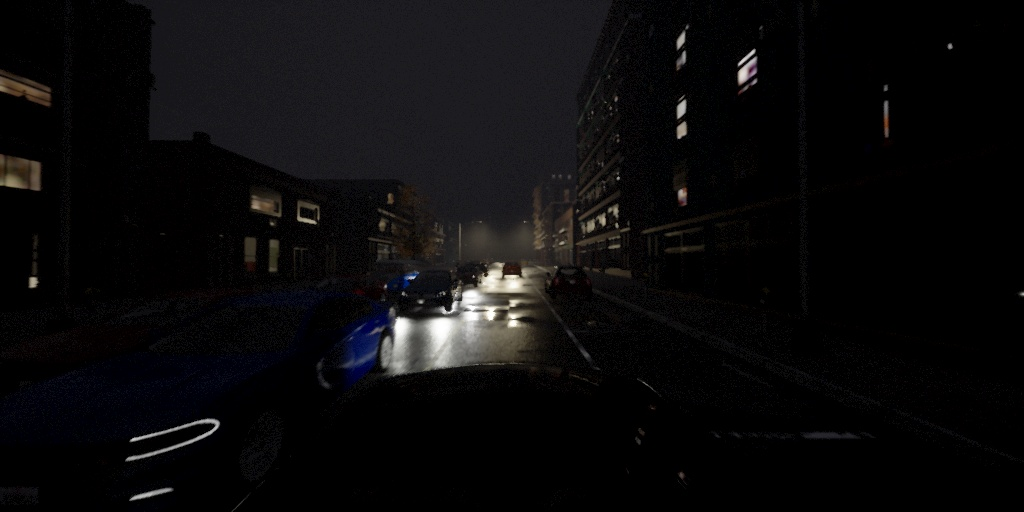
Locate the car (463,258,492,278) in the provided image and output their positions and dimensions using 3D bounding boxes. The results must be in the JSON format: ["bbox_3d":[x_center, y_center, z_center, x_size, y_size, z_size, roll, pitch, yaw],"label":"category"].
[{"bbox_3d":[-3.004,1.035,30.580,1.994,1.385,4.181,0,0,0],"label":"car"}]

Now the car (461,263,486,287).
[{"bbox_3d":[-3.080,1.362,24.443,1.895,1.301,4.718,0,0,0],"label":"car"}]

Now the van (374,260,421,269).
[{"bbox_3d":[-5.692,1.098,17.886,1.690,1.789,3.998,0,0,0],"label":"van"}]

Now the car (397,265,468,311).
[{"bbox_3d":[-3.086,1.282,14.529,1.812,1.442,4.674,0,0,0],"label":"car"}]

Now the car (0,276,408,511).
[{"bbox_3d":[-3.090,1.229,4.744,1.882,1.535,5.008,0,0,0],"label":"car"}]

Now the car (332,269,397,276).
[{"bbox_3d":[-5.692,1.300,12.198,1.888,1.381,4.507,0,0,0],"label":"car"}]

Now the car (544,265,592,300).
[{"bbox_3d":[2.689,1.198,17.947,1.967,1.591,4.097,0,0,0],"label":"car"}]

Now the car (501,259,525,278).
[{"bbox_3d":[0.004,1.245,34.743,1.882,1.535,5.008,0,0,0],"label":"car"}]
